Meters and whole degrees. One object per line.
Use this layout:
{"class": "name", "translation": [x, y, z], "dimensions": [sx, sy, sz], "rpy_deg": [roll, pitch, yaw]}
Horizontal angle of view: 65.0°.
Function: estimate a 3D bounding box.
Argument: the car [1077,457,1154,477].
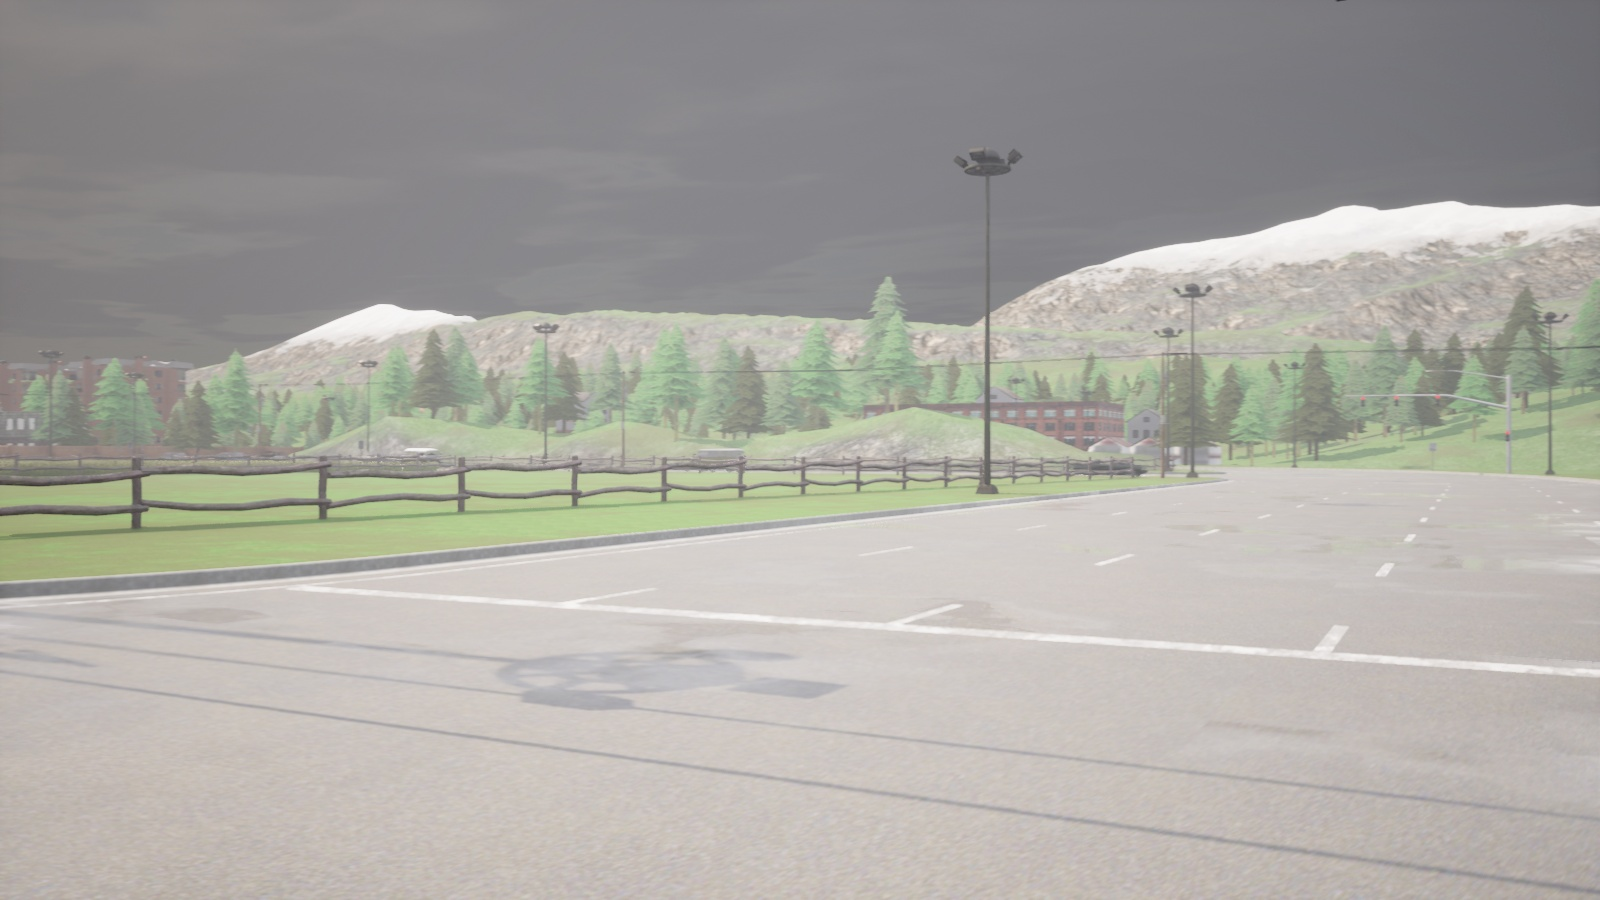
{"class": "car", "translation": [21.331, 1.144, 84.968], "dimensions": [4.718, 1.301, 1.895], "rpy_deg": [0, 0, 27]}
